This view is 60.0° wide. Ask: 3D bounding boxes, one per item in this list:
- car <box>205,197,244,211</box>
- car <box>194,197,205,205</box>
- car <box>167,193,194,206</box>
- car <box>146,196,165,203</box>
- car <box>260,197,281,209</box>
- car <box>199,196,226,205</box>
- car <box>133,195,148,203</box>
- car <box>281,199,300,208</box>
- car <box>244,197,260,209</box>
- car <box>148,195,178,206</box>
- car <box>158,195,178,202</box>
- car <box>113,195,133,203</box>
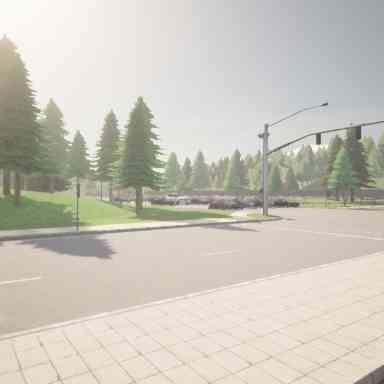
[{"bbox_3d":[3.957,1.563,41.501,1.994,1.385,4.181,0,0,-35],"label":"car"},{"bbox_3d":[0.965,1.547,57.921,2.033,1.411,5.357,0,0,-36],"label":"car"},{"bbox_3d":[-2.548,1.220,56.832,2.150,2.045,5.566,0,0,-35],"label":"car"},{"bbox_3d":[-7.709,1.565,70.417,1.895,1.301,4.718,0,0,-35],"label":"car"},{"bbox_3d":[9.297,1.491,46.074,2.128,1.511,4.902,0,0,-35],"label":"car"},{"bbox_3d":[3.690,1.547,60.162,2.033,1.411,5.357,0,0,-35],"label":"car"},{"bbox_3d":[-11.304,1.410,69.445,1.882,1.535,5.008,0,0,-35],"label":"car"},{"bbox_3d":[12.919,1.601,47.009,1.895,1.301,4.718,0,0,-35],"label":"car"},{"bbox_3d":[6.234,1.491,44.346,2.128,1.511,4.902,0,0,-35],"label":"car"},{"bbox_3d":[-4.759,1.601,53.896,1.895,1.301,4.718,0,0,-35],"label":"car"},{"bbox_3d":[-5.310,1.486,73.090,2.033,1.411,5.357,0,0,-35],"label":"car"},{"bbox_3d":[-14.458,1.479,67.846,1.837,1.490,4.892,0,0,-35],"label":"car"}]
